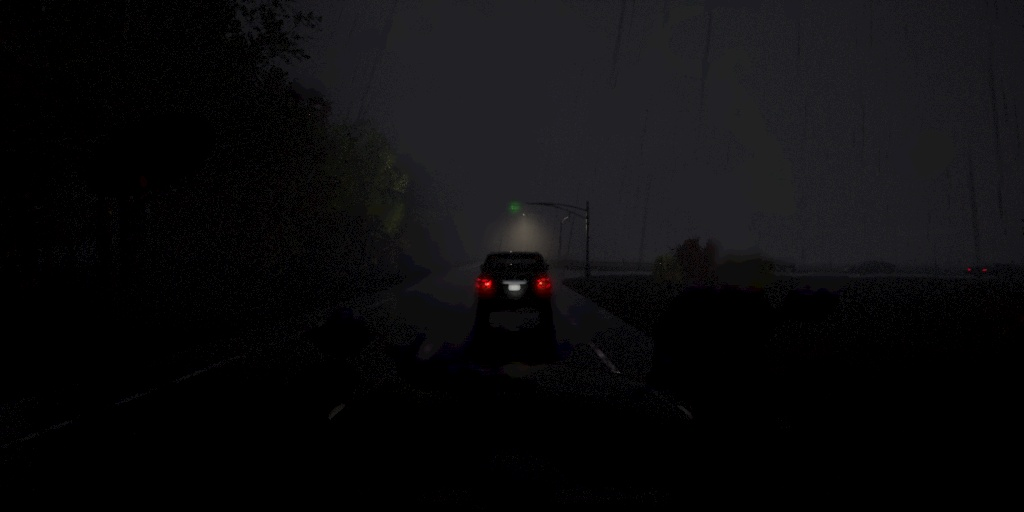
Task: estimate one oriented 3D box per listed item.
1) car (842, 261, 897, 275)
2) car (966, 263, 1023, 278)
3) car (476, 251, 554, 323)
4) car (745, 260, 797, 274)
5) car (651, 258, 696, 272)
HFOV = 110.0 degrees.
[{"bbox_3d":[38.928,1.300,39.125,4.902,1.511,2.128,1,0,0],"label":"car"},{"bbox_3d":[48.510,1.442,35.495,5.357,1.411,2.033,1,0,0],"label":"car"},{"bbox_3d":[0.095,0.861,11.828,2.150,2.045,5.566,0,1,1],"label":"car"},{"bbox_3d":[28.206,1.169,39.178,5.008,1.535,1.882,1,0,0],"label":"car"},{"bbox_3d":[17.748,0.929,39.257,4.553,1.767,2.097,1,0,1],"label":"car"}]
